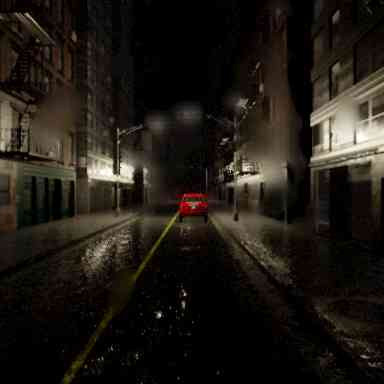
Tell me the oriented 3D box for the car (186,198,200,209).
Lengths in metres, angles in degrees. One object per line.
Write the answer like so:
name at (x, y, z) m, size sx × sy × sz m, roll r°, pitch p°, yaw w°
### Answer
car at (0.109, 1.556, 45.373) m, size 1.895 × 1.301 × 4.718 m, roll 0°, pitch 0°, yaw 0°

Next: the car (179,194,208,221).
car at (0.108, 1.197, 26.998) m, size 2.150 × 2.045 × 5.566 m, roll 0°, pitch 0°, yaw 0°
